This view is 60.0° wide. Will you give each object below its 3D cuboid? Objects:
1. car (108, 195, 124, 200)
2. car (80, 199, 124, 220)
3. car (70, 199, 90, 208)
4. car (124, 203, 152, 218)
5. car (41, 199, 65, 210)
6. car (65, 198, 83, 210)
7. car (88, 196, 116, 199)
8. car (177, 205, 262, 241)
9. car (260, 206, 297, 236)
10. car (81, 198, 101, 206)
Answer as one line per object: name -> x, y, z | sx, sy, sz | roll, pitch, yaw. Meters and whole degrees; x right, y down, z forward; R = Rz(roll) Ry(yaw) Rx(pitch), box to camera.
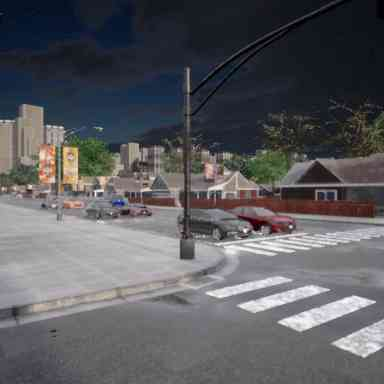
car -> -12.966, 1.514, 54.124 | 2.150, 2.045, 5.566 | 0, 0, -36
car -> -8.317, 1.677, 30.428 | 1.837, 1.490, 4.892 | 0, -1, -36
car -> -19.431, 1.879, 57.592 | 2.033, 1.411, 5.357 | 0, 0, -34
car -> -5.494, 1.731, 32.066 | 1.994, 1.385, 4.181 | 0, 0, -35
car -> -20.131, 1.785, 47.187 | 2.128, 1.511, 4.902 | 0, 0, -35
car -> -17.539, 1.641, 49.150 | 2.097, 1.767, 4.553 | 0, 0, -35
car -> -13.382, 1.778, 49.106 | 1.837, 1.490, 4.892 | 0, 0, -35
car -> 1.044, 1.576, 17.258 | 1.837, 1.490, 4.892 | 0, 0, -35
car -> 3.656, 1.546, 19.190 | 1.882, 1.535, 5.008 | 0, 0, -35
car -> -19.115, 1.898, 62.605 | 2.033, 1.411, 5.357 | 0, 0, -35
